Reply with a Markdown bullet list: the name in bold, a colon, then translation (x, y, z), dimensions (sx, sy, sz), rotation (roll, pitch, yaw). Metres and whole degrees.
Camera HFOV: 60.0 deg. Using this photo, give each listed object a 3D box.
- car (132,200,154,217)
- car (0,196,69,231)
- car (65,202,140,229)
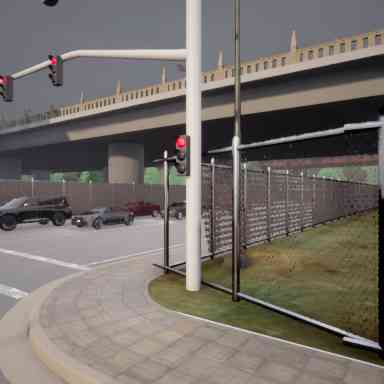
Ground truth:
- **car**: translation (-4.912, 1.533, 29.636), dimensions (1.882, 1.535, 5.008), rotation (0, 0, 35)
- **car**: translation (-10.587, 1.277, 21.633), dimensions (2.150, 2.045, 5.566), rotation (0, 0, 36)
- **car**: translation (-5.867, 1.619, 22.230), dimensions (1.994, 1.385, 4.181), rotation (0, 0, 35)
